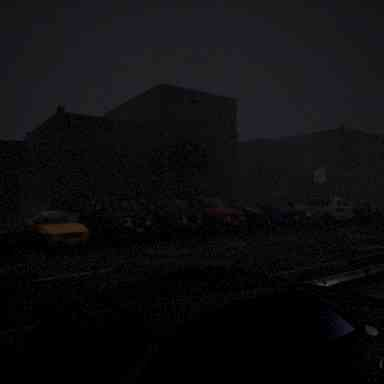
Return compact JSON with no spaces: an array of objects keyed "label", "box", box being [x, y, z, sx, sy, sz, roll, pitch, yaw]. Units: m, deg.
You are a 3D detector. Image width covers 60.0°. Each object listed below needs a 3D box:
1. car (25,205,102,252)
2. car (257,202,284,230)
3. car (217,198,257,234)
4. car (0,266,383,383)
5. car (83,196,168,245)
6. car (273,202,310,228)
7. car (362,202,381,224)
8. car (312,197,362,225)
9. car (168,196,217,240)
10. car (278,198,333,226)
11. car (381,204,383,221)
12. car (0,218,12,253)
[{"label":"car","box":[-5.922,1.486,14.435,1.946,1.575,5.366,0,0,-36]},{"label":"car","box":[2.932,1.565,20.997,2.097,1.535,5.008,1,0,-36]},{"label":"car","box":[0.705,1.287,19.375,2.435,2.045,5.566,1,0,-36]},{"label":"car","box":[0.360,1.547,3.389,5.357,1.411,2.033,0,0,-35]},{"label":"car","box":[-3.775,1.249,16.166,2.435,2.045,5.566,0,0,-36]},{"label":"car","box":[5.148,1.633,22.627,2.163,1.488,4.792,1,-1,-36]},{"label":"car","box":[11.908,1.484,27.398,2.435,2.045,5.566,1,-1,-36]},{"label":"car","box":[9.634,1.438,25.839,2.435,2.045,5.566,1,-1,-36]},{"label":"car","box":[-1.533,1.263,17.772,2.435,2.045,5.566,0,0,-36]},{"label":"car","box":[7.391,1.518,24.236,2.185,1.767,4.553,1,-1,-36]},{"label":"car","box":[14.150,1.656,29.000,2.185,1.767,4.553,1,-1,-36]},{"label":"car","box":[-8.270,1.528,12.978,2.002,1.452,4.674,0,0,-36]}]
